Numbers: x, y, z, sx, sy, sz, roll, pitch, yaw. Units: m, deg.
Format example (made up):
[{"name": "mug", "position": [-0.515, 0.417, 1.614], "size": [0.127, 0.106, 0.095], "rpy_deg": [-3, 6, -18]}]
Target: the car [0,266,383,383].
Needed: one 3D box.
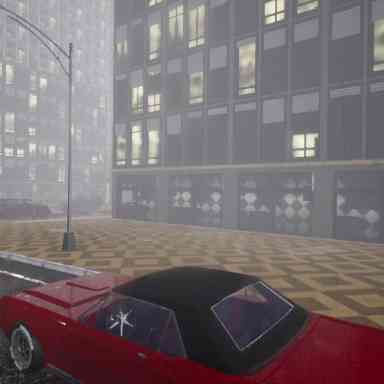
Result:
[{"name": "car", "position": [-0.333, 1.600, 3.927], "size": [4.718, 1.301, 1.895], "rpy_deg": [0, 0, 36]}]

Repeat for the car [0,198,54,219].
[{"name": "car", "position": [-15.737, 1.517, 30.754], "size": [2.192, 1.841, 5.009], "rpy_deg": [1, 0, 37]}]

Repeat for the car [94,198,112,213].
[{"name": "car", "position": [-8.916, 1.828, 39.949], "size": [1.752, 1.417, 4.829], "rpy_deg": [1, 0, 37]}]

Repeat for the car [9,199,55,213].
[{"name": "car", "position": [-19.211, 1.641, 40.138], "size": [1.752, 1.417, 4.829], "rpy_deg": [1, 0, 37]}]

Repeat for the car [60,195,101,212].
[{"name": "car", "position": [-14.052, 1.424, 42.717], "size": [2.150, 2.045, 5.566], "rpy_deg": [1, 0, 37]}]
